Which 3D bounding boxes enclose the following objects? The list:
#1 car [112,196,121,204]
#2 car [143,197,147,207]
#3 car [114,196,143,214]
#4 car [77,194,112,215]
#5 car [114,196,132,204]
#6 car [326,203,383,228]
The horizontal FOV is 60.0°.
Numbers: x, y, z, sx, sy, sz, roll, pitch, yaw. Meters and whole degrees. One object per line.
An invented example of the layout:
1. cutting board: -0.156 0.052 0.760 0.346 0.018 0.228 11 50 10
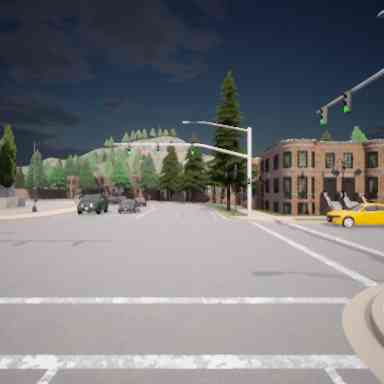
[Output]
1. car: -13.693 1.608 57.915 2.033 1.411 5.357 0 0 -23
2. car: -7.987 1.532 51.088 1.882 1.535 5.008 0 1 -13
3. car: -6.833 1.540 36.239 1.837 1.490 4.892 0 1 -1
4. car: -10.315 1.257 34.928 2.150 2.045 5.566 0 0 -2
5. car: -13.623 1.572 65.420 1.837 1.490 4.892 0 0 -31
6. car: 11.444 1.501 21.812 5.008 1.535 1.882 0 0 0
